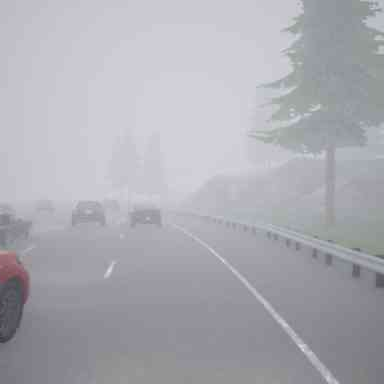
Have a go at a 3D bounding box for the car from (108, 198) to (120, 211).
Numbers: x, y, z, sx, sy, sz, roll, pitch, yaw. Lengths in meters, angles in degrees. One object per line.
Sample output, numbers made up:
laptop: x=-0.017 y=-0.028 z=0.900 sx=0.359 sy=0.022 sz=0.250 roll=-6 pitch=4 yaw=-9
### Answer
car: x=-9.987 y=1.458 z=39.724 sx=2.128 sy=1.511 sz=4.902 roll=0 pitch=0 yaw=-27

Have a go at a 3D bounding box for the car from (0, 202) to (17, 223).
car: x=-15.438 y=1.567 z=26.437 sx=2.033 sy=1.411 sz=5.357 roll=0 pitch=0 yaw=-20

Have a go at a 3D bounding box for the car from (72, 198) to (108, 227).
car: x=-7.167 y=1.339 z=23.277 sx=2.097 sy=1.767 sz=4.553 roll=0 pitch=0 yaw=-15

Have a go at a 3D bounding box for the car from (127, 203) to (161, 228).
car: x=-3.308 y=1.448 z=22.444 sx=1.882 sy=1.535 sz=5.008 roll=0 pitch=0 yaw=-15

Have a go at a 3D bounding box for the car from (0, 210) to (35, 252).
car: x=-8.574 y=1.611 z=14.672 sx=1.895 sy=1.301 sz=4.718 roll=0 pitch=0 yaw=-11

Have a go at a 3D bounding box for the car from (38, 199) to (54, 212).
car: x=-17.130 y=1.550 z=38.596 sx=2.033 sy=1.411 sz=5.357 roll=0 pitch=0 yaw=-28

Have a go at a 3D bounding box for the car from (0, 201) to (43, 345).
car: x=-3.689 y=1.232 z=3.190 sx=2.150 sy=2.045 sz=5.566 roll=0 pitch=0 yaw=-3
